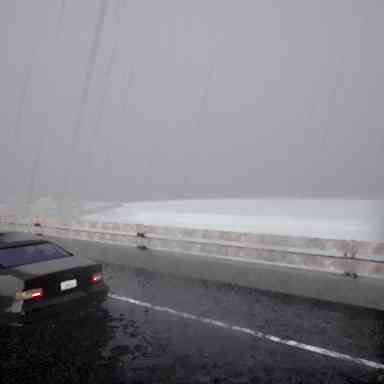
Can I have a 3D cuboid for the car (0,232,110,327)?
[{"bbox_3d":[-4.066,1.576,6.915,5.357,1.411,2.033,0,0,36],"label":"car"}]
